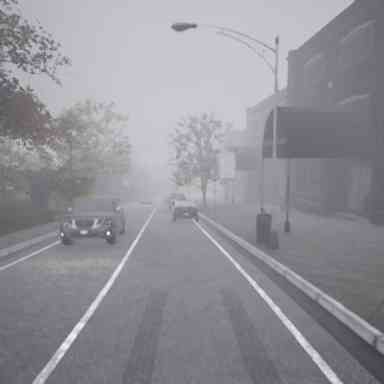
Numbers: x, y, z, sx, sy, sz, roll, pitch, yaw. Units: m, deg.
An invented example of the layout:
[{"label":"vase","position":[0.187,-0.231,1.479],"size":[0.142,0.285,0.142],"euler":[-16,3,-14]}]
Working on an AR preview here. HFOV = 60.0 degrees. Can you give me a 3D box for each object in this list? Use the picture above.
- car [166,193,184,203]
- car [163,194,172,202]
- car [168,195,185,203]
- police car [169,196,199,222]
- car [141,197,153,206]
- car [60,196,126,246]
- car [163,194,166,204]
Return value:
[{"label":"car","position":[-1.856,1.177,42.192],"size":[2.150,2.045,5.566],"euler":[-1,0,-4]},{"label":"car","position":[-5.550,1.292,76.220],"size":[2.097,1.767,4.553],"euler":[0,0,-3]},{"label":"car","position":[-1.383,1.434,36.159],"size":[1.882,1.535,5.008],"euler":[-1,0,-4]},{"label":"police car","position":[-0.610,1.386,26.250],"size":[1.930,1.638,5.238],"euler":[-1,0,-4]},{"label":"car","position":[-7.569,1.539,56.339],"size":[2.033,1.411,5.357],"euler":[-1,0,-4]},{"label":"car","position":[-4.463,1.234,15.838],"size":[2.150,2.045,5.566],"euler":[-1,0,-4]},{"label":"car","position":[-4.283,1.554,60.888],"size":[1.895,1.301,4.718],"euler":[-1,0,-4]}]
